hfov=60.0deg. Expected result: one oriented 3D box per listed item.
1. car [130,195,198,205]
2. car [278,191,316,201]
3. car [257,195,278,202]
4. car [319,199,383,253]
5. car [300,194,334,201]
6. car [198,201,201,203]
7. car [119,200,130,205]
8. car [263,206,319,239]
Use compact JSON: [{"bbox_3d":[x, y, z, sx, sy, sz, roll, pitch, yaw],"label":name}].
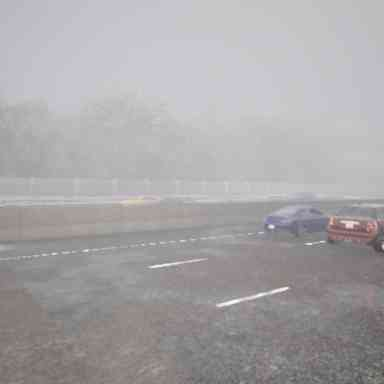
[{"bbox_3d":[-2.331,1.185,28.080,5.008,1.535,1.882,0,1,-35],"label":"car"},{"bbox_3d":[14.504,0.895,44.273,5.566,2.045,2.150,0,0,-35],"label":"car"},{"bbox_3d":[11.456,1.175,46.392,5.357,1.411,2.033,0,1,-35],"label":"car"},{"bbox_3d":[7.553,1.270,13.532,4.553,1.767,2.097,0,1,-35],"label":"car"},{"bbox_3d":[16.238,1.259,41.217,5.357,1.411,2.033,0,1,-35],"label":"car"},{"bbox_3d":[-1.513,1.214,32.935,5.357,1.411,2.033,0,1,-35],"label":"car"},{"bbox_3d":[-5.123,1.102,34.670,5.008,1.535,1.882,0,1,-35],"label":"car"},{"bbox_3d":[5.478,1.402,16.354,4.674,1.442,1.812,0,1,-35],"label":"car"}]
